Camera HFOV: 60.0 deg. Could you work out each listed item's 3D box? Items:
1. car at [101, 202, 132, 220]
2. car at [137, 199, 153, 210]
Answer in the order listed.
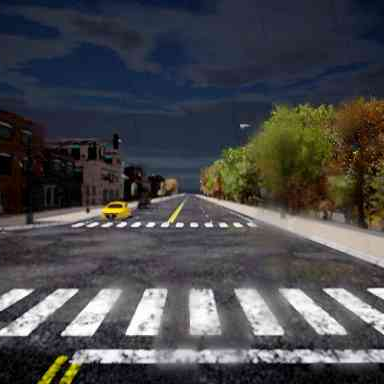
[{"bbox_3d":[-6.603,1.642,29.415,1.882,1.535,5.008,0,1,0],"label":"car"},{"bbox_3d":[-6.712,1.762,47.711,1.837,1.490,4.892,0,1,0],"label":"car"}]
